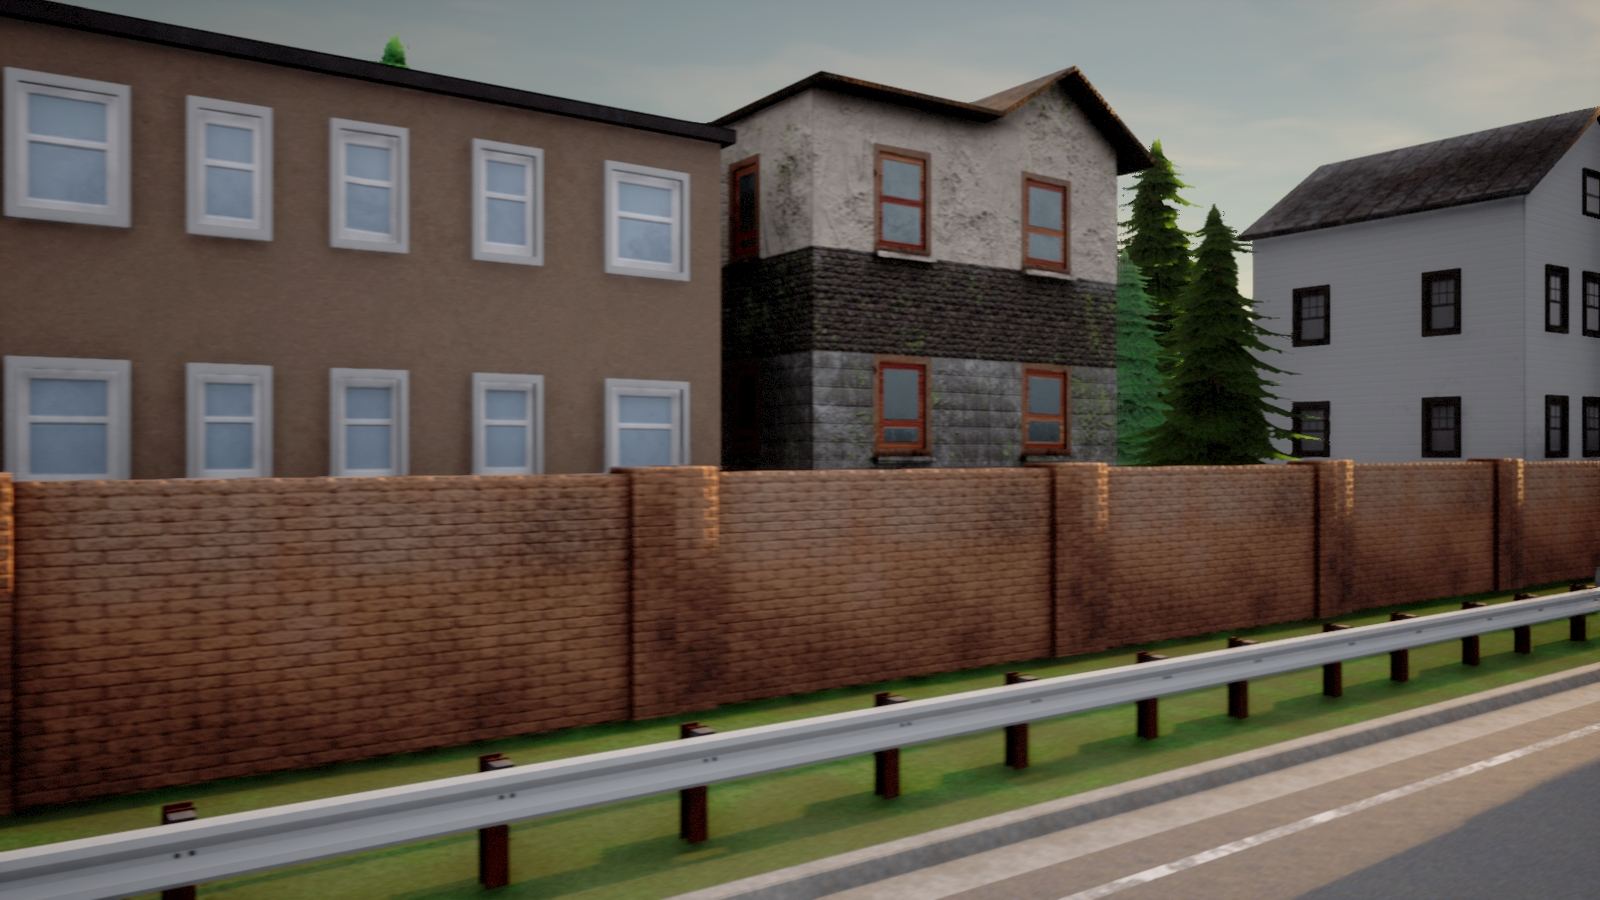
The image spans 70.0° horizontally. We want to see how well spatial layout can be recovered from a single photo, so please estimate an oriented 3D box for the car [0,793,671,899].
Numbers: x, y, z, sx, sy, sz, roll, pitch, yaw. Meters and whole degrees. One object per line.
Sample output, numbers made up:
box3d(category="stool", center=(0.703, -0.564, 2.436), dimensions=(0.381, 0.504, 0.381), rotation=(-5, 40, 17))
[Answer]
box3d(category="car", center=(-2.354, 2.040, 2.148), dimensions=(4.514, 1.525, 2.007), rotation=(0, 0, -35))
